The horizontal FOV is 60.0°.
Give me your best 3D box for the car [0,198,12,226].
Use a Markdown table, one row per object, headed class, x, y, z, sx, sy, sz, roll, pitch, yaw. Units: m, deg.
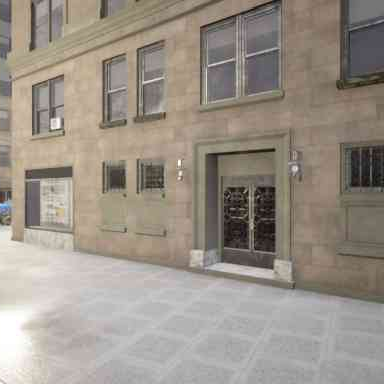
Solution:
| class | x | y | z | sx | sy | sz | roll | pitch | yaw |
| --- | --- | --- | --- | --- | --- | --- | --- | --- | --- |
| car | -11.684 | 1.184 | 23.529 | 2.150 | 2.045 | 5.566 | 0 | 0 | 35 |
